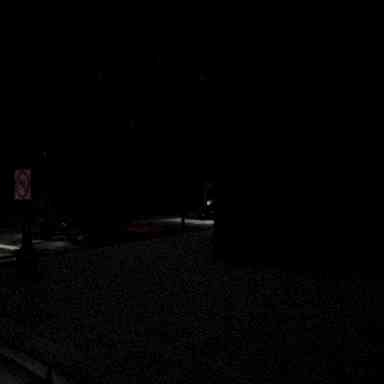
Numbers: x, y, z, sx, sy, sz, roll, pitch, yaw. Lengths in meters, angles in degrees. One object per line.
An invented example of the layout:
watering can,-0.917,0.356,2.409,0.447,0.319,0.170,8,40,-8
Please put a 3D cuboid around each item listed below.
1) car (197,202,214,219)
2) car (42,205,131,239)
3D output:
car,2.274,1.585,28.862,1.812,1.442,4.674,0,0,36
car,-5.518,1.509,17.933,1.882,1.535,5.008,0,0,35
